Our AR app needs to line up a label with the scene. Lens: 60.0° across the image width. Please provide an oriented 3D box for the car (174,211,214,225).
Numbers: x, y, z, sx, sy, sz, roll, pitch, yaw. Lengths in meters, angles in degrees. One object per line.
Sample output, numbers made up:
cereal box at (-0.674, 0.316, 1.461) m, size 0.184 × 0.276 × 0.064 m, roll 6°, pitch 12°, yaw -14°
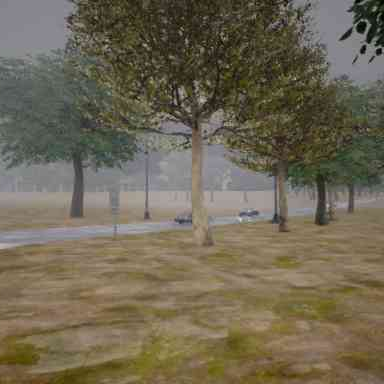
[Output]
car at (0.262, 2.675, 35.007) m, size 2.033 × 1.411 × 5.357 m, roll -2°, pitch -3°, yaw 33°

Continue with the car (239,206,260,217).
car at (9.669, 3.215, 55.913) m, size 2.097 × 1.767 × 4.553 m, roll -2°, pitch -2°, yaw 33°
